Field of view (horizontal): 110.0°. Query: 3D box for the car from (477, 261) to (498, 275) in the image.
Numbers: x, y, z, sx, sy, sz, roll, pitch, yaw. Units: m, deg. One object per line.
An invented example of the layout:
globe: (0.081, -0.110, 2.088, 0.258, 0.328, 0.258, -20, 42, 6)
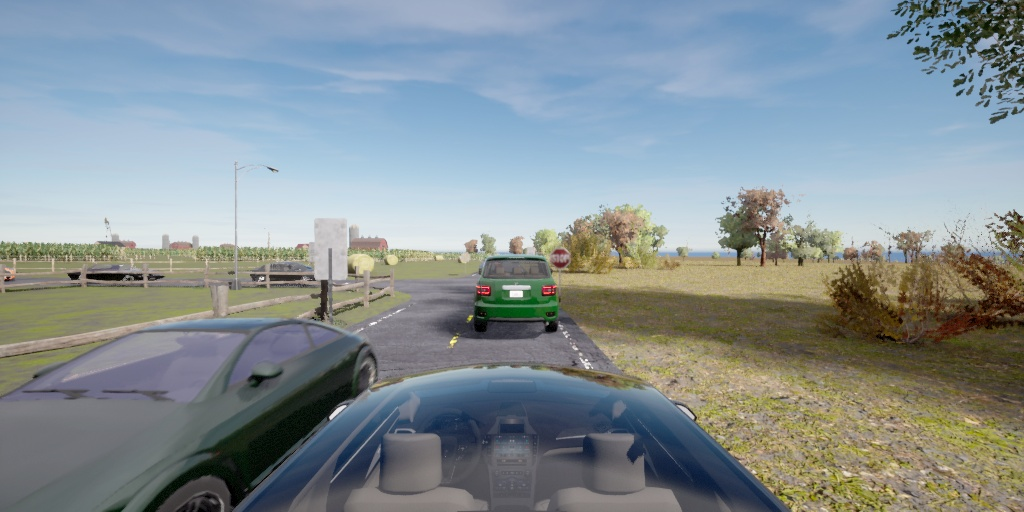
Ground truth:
car: (-2.770, 1.318, 41.537, 2.033, 1.411, 5.357, 0, 0, 0)

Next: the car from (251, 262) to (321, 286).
car: (-14.788, 1.183, 24.163, 4.892, 1.490, 1.837, 0, 0, 0)

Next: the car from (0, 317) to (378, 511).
car: (-2.848, 1.314, 3.298, 1.994, 1.385, 4.181, 0, 0, 0)

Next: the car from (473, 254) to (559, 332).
car: (0.114, 0.972, 10.980, 2.150, 2.045, 5.566, 0, 0, 0)

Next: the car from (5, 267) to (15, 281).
car: (-36.637, 0.879, 24.001, 4.553, 1.767, 2.097, 0, 1, 0)

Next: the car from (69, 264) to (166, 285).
car: (-26.349, 1.200, 24.077, 4.718, 1.301, 1.895, 0, 1, 0)
